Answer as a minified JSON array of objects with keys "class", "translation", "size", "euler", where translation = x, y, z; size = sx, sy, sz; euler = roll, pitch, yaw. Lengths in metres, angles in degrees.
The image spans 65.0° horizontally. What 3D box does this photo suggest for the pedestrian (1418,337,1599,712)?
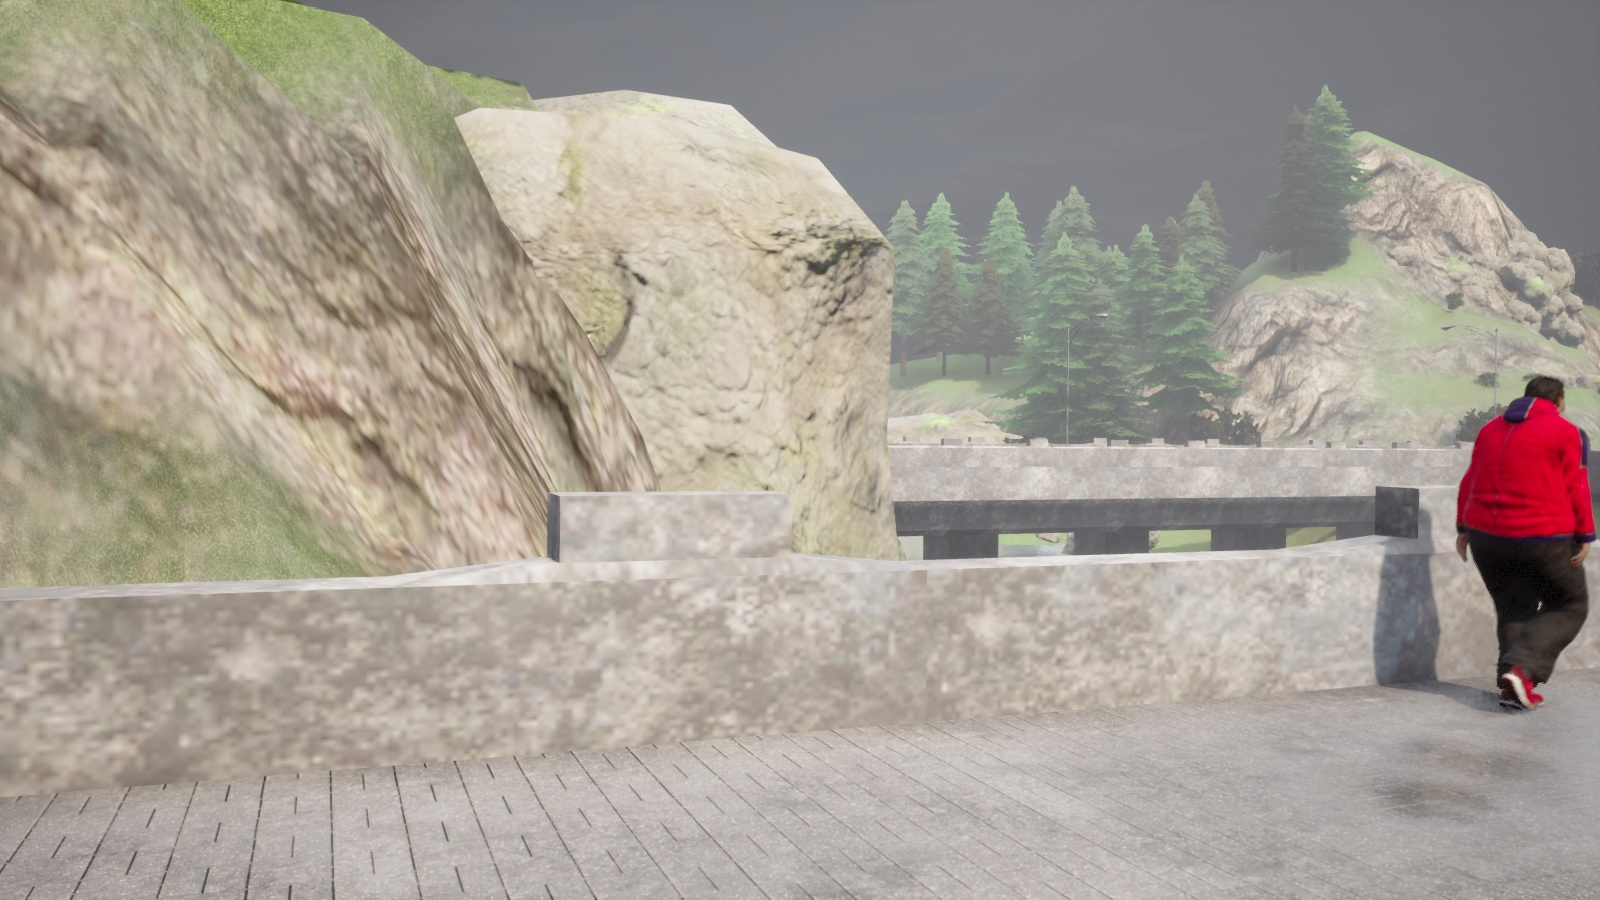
[{"class":"pedestrian","translation":[3.869,0.358,6.641],"size":[0.899,1.844,0.634],"euler":[-1,1,-22]}]
